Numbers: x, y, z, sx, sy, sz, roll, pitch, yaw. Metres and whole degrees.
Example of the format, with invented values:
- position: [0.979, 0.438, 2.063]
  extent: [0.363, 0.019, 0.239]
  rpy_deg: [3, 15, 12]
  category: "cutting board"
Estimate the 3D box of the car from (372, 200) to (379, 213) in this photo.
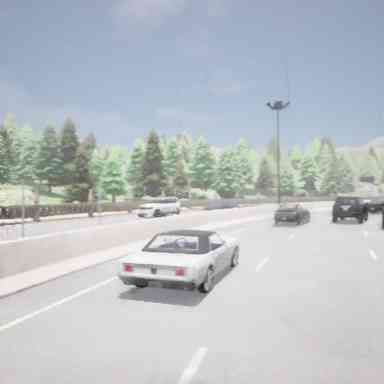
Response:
- position: [20.907, 1.658, 37.392]
  extent: [1.882, 1.535, 5.008]
  rpy_deg: [-1, -1, 41]
  category: "car"

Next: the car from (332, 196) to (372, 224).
- position: [12.789, 1.370, 26.820]
  extent: [2.150, 2.045, 5.566]
  rpy_deg: [-1, -1, 33]
  category: "car"

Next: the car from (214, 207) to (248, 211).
- position: [4.462, 1.891, 33.624]
  extent: [1.895, 1.301, 4.718]
  rpy_deg: [-1, -1, 34]
  category: "car"

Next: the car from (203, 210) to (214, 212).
- position: [3.105, 1.891, 37.814]
  extent: [2.033, 1.411, 5.357]
  rpy_deg: [-1, -1, 36]
  category: "car"

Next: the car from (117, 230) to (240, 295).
- position: [-0.012, 1.691, 9.130]
  extent: [1.895, 1.301, 4.718]
  rpy_deg: [-1, -1, 20]
  category: "car"

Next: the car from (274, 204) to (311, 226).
- position: [7.663, 1.670, 25.212]
  extent: [2.128, 1.511, 4.902]
  rpy_deg: [-1, -1, 31]
  category: "car"

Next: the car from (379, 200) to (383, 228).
- position: [13.928, 1.314, 22.173]
  extent: [2.150, 2.045, 5.566]
  rpy_deg: [-1, -1, 31]
  category: "car"
